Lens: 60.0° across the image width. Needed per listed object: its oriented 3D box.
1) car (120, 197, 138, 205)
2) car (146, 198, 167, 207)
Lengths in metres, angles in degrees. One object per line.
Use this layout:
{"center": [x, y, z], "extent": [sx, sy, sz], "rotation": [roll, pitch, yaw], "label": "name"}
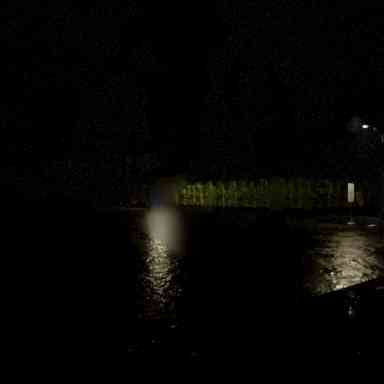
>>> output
{"center": [-11.810, 1.685, 62.119], "extent": [1.837, 1.490, 4.892], "rotation": [-1, 0, -36], "label": "car"}
{"center": [-5.731, 1.665, 53.926], "extent": [1.812, 1.442, 4.674], "rotation": [-1, 0, -36], "label": "car"}
